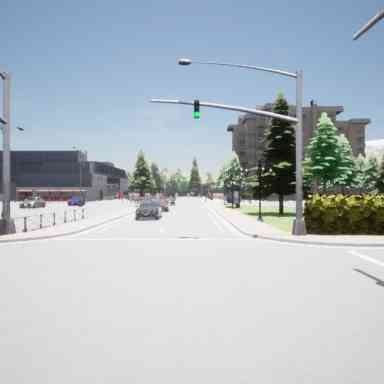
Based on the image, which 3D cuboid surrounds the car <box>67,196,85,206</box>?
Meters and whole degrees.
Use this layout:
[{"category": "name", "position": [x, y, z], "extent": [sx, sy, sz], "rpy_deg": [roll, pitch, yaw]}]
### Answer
[{"category": "car", "position": [-17.473, 1.373, 50.306], "extent": [1.845, 1.501, 3.633], "rpy_deg": [0, 0, 0]}]

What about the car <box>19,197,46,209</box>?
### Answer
[{"category": "car", "position": [-20.524, 1.384, 42.914], "extent": [1.970, 1.475, 3.806], "rpy_deg": [0, 0, 0]}]

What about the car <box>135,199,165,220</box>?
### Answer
[{"category": "car", "position": [-3.603, 1.505, 28.165], "extent": [1.837, 1.490, 4.892], "rpy_deg": [0, 0, 0]}]

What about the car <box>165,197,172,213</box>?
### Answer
[{"category": "car", "position": [-3.604, 1.526, 37.911], "extent": [1.812, 1.442, 4.674], "rpy_deg": [0, 0, 0]}]

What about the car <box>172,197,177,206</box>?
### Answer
[{"category": "car", "position": [-3.518, 1.504, 53.602], "extent": [2.128, 1.511, 4.902], "rpy_deg": [0, 0, 0]}]
